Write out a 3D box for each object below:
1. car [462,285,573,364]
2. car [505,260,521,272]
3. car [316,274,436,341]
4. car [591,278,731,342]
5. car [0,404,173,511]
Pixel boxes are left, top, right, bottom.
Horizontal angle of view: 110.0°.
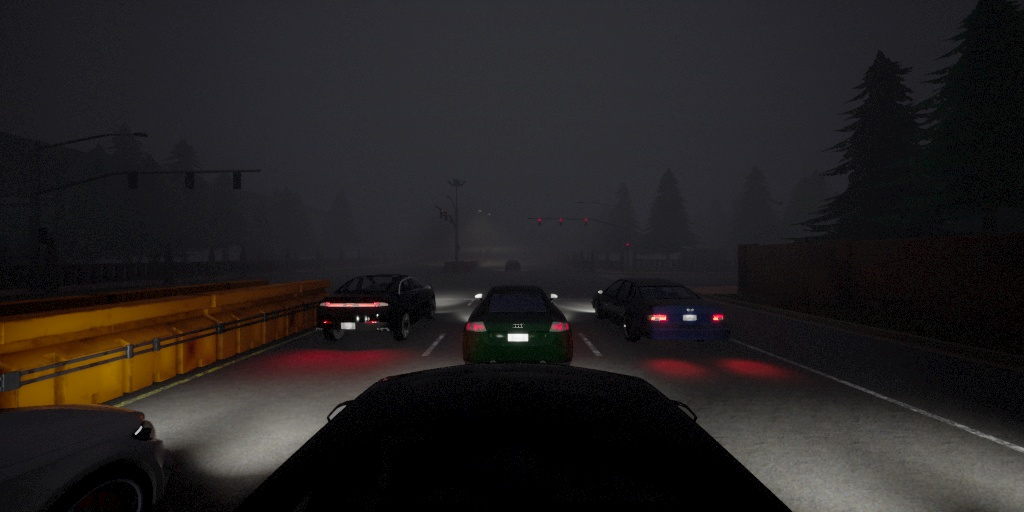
[{"bbox_3d":[0.099,1.314,7.917,1.994,1.385,4.181,0,0,0],"label":"car"},{"bbox_3d":[0.103,1.228,46.014,1.882,1.535,5.008,0,0,0],"label":"car"},{"bbox_3d":[-3.399,1.241,9.869,2.128,1.511,4.902,0,0,0],"label":"car"},{"bbox_3d":[3.601,1.297,9.774,2.033,1.411,5.357,0,0,0],"label":"car"},{"bbox_3d":[-3.403,1.276,0.632,1.812,1.442,4.674,0,0,0],"label":"car"}]
